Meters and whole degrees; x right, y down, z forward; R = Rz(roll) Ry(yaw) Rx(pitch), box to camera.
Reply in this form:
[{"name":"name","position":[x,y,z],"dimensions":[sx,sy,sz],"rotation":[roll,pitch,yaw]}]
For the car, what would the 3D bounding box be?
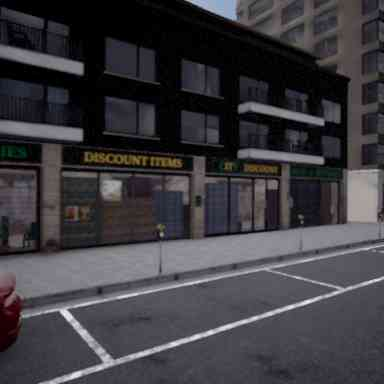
[{"name":"car","position":[-4.378,1.549,3.637],"dimensions":[4.507,1.381,1.887],"rotation":[0,1,-35]}]
